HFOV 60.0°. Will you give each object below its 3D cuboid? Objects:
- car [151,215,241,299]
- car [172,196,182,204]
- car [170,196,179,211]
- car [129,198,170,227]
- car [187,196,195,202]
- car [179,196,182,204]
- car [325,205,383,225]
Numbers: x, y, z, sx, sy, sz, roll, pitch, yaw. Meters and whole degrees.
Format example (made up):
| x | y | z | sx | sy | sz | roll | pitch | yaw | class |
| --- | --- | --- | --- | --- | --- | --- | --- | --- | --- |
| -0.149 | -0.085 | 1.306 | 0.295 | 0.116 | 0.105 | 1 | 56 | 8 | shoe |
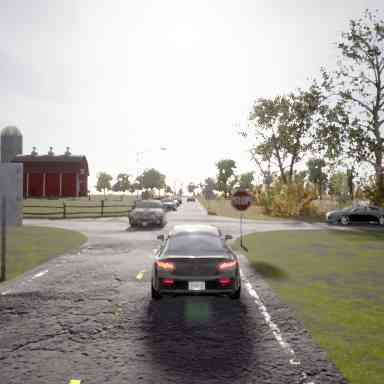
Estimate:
| x | y | z | sx | sy | sz | roll | pitch | yaw | class |
| --- | --- | --- | --- | --- | --- | --- | --- | --- | --- |
| 0.074 | 1.529 | 8.305 | 1.812 | 1.442 | 4.674 | 0 | 0 | 0 | car |
| -2.957 | 1.552 | 66.247 | 1.882 | 1.535 | 5.008 | 0 | 0 | 0 | car |
| -2.954 | 1.540 | 41.261 | 1.837 | 1.490 | 4.892 | 0 | -1 | 0 | car |
| -2.910 | 1.365 | 22.664 | 2.097 | 1.767 | 4.553 | 0 | 0 | 0 | car |
| -0.217 | 1.656 | 80.436 | 1.994 | 1.385 | 4.181 | 0 | 0 | 0 | car |
| -2.974 | 1.597 | 52.897 | 2.033 | 1.411 | 5.357 | 0 | 0 | 0 | car |
| 12.916 | 1.742 | 25.789 | 4.902 | 1.511 | 2.128 | 1 | -1 | 0 | car |
